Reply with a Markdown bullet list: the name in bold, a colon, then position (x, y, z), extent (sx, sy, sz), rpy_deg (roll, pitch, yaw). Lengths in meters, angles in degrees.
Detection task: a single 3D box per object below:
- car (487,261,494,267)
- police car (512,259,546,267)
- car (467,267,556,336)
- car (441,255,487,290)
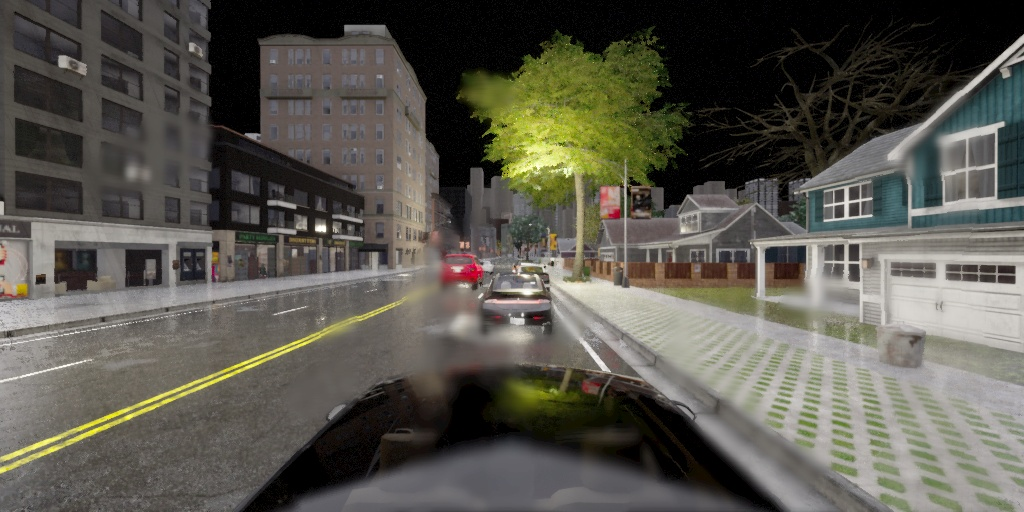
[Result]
- **car**: position (-2.980, 1.246, 39.970), extent (1.812, 1.442, 4.674), rpy_deg (0, 0, 0)
- **police car**: position (1.059, 1.164, 20.633), extent (1.930, 1.638, 5.238), rpy_deg (0, 0, 0)
- **car**: position (0.138, 1.238, 10.384), extent (2.128, 1.511, 4.902), rpy_deg (0, 0, 0)
- **car**: position (-3.051, 0.953, 22.809), extent (2.150, 2.045, 5.566), rpy_deg (0, -1, 0)
